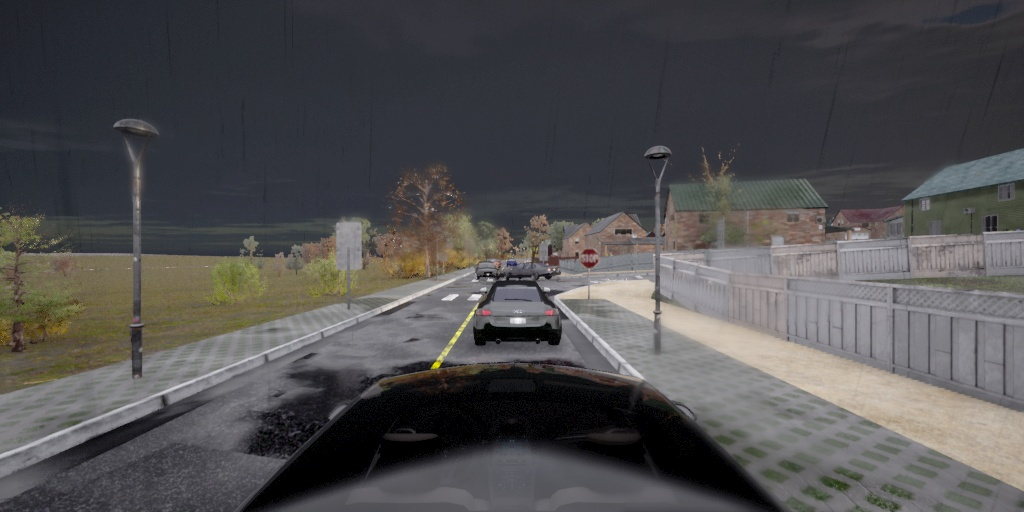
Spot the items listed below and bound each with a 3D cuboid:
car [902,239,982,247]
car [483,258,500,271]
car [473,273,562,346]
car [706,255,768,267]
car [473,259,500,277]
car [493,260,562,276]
[{"bbox_3d":[23.873,-0.209,20.441,4.902,1.511,2.128,-3,0,14],"label":"car"},{"bbox_3d":[-2.887,1.119,51.194,2.097,1.767,4.553,0,0,1],"label":"car"},{"bbox_3d":[0.096,1.313,9.453,1.994,1.385,4.181,0,0,-1],"label":"car"},{"bbox_3d":[14.370,0.413,22.855,4.181,1.385,1.994,-3,0,16],"label":"car"},{"bbox_3d":[-2.274,1.257,31.377,1.837,1.490,4.892,0,0,-8],"label":"car"},{"bbox_3d":[1.315,1.197,28.468,5.357,1.411,2.033,-4,-3,43],"label":"car"}]
